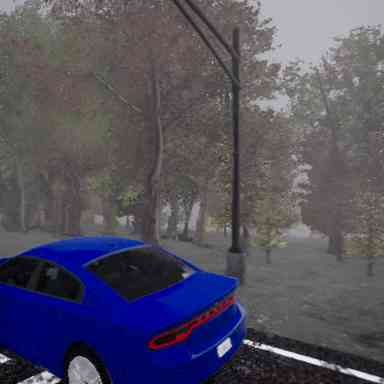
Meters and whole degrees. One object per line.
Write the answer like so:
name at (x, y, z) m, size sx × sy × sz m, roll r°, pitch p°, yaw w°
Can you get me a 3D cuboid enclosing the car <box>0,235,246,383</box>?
car at (-1.696, 1.411, 4.847) m, size 5.008 × 1.535 × 1.882 m, roll 1°, pitch 4°, yaw 35°
